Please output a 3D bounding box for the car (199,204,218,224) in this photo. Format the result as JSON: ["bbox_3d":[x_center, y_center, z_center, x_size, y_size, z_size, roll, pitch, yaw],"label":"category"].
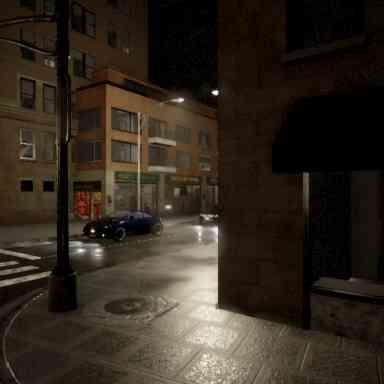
[{"bbox_3d":[2.368,1.580,24.704,1.812,1.442,4.674,0,0,35],"label":"car"}]

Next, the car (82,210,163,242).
[{"bbox_3d":[-3.345,1.595,16.696,1.994,1.385,4.181,0,0,35],"label":"car"}]
